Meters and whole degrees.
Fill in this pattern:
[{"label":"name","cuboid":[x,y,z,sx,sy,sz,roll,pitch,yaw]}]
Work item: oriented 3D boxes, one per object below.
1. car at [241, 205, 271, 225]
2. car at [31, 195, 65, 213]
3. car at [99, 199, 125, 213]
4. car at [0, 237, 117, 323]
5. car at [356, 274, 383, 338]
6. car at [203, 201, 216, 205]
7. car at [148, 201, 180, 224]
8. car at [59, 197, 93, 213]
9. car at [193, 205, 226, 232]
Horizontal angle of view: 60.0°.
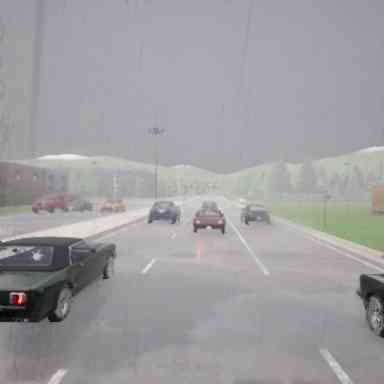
[{"label":"car","cuboid":[4.819,1.689,25.481,1.812,1.442,4.674,0,0,3]},{"label":"car","cuboid":[-16.590,1.381,39.120,2.150,2.045,5.566,0,-1,3]},{"label":"car","cuboid":[-9.525,1.593,39.968,2.097,1.767,4.553,0,0,3]},{"label":"car","cuboid":[-3.090,1.630,7.230,1.895,1.301,4.718,0,0,2]},{"label":"car","cuboid":[3.766,1.638,3.734,1.895,1.301,4.718,0,0,2]},{"label":"car","cuboid":[1.993,1.771,38.131,2.033,1.411,5.357,0,0,3]},{"label":"car","cuboid":[-2.121,1.494,26.597,2.097,1.767,4.553,0,0,3]},{"label":"car","cuboid":[-13.109,1.659,38.754,2.128,1.511,4.902,0,0,3]},{"label":"car","cuboid":[1.079,1.723,20.874,1.895,1.301,4.718,0,0,3]}]
